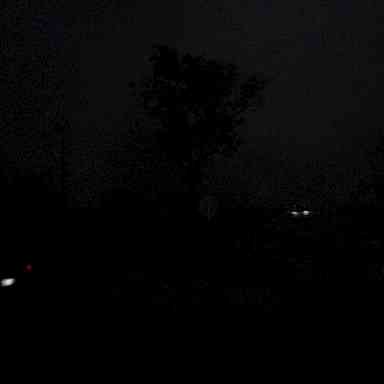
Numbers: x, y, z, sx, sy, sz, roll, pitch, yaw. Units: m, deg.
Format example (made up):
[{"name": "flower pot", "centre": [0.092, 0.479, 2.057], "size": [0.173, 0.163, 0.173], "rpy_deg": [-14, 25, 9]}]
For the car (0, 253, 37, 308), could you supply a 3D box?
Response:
[{"name": "car", "centre": [-5.598, 1.822, 7.204], "size": [4.181, 1.385, 1.994], "rpy_deg": [-1, -1, 15]}]

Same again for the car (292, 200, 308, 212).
[{"name": "car", "centre": [15.703, 1.936, 48.267], "size": [1.882, 1.535, 5.008], "rpy_deg": [-1, -1, 20]}]
